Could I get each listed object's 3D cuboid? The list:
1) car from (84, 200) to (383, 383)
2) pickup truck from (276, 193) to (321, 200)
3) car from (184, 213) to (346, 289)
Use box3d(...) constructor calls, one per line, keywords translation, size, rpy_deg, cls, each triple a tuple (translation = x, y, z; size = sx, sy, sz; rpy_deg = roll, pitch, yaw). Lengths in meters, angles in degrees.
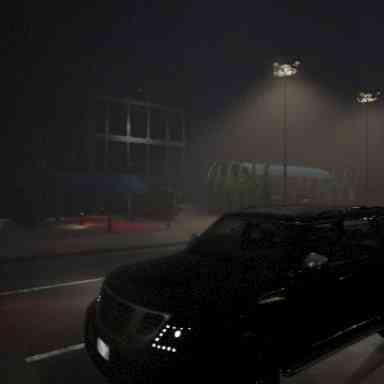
box3d(translation=(1.357, 1.239, 4.956), size=(5.566, 2.045, 2.150), rpy_deg=(0, 0, -35), cls="car")
box3d(translation=(9.455, 1.173, 31.005), size=(6.274, 2.098, 2.390), rpy_deg=(0, 0, -5), cls="pickup truck")
box3d(translation=(2.361, 1.511, 9.969), size=(5.008, 1.535, 1.882), rpy_deg=(0, 0, -35), cls="car")
